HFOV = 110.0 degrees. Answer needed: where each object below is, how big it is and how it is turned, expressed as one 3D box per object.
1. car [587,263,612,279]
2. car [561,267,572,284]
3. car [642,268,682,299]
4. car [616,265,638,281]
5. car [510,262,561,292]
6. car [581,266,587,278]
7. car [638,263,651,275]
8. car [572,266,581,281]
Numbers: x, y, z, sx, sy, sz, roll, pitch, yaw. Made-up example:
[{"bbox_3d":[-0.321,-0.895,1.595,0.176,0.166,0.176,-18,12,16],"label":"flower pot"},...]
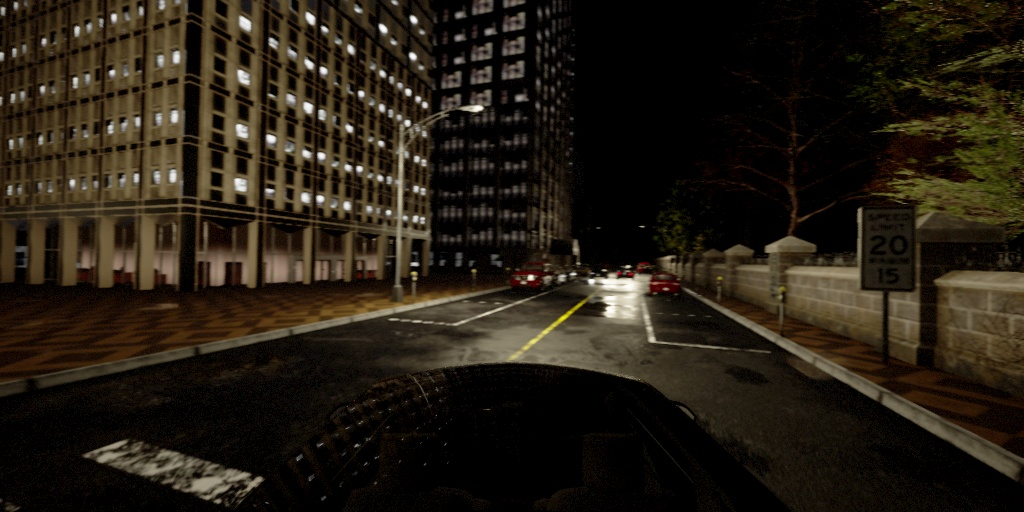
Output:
[{"bbox_3d":[10.117,1.864,41.265,1.837,1.490,4.892,1,-1,19],"label":"car"},{"bbox_3d":[3.267,1.650,29.096,2.007,1.370,4.403,0,0,19],"label":"car"},{"bbox_3d":[8.952,1.682,21.329,1.888,1.381,4.507,0,0,19],"label":"car"},{"bbox_3d":[12.529,1.939,39.601,2.033,1.411,5.357,1,-1,19],"label":"car"},{"bbox_3d":[1.491,1.325,23.863,2.192,1.841,5.009,0,0,19],"label":"car"},{"bbox_3d":[8.540,1.888,44.636,1.751,1.417,4.829,0,0,19],"label":"car"},{"bbox_3d":[21.383,2.063,57.965,2.192,1.841,5.009,0,0,19],"label":"car"},{"bbox_3d":[5.043,1.738,34.330,2.007,1.370,4.403,0,0,19],"label":"car"}]
